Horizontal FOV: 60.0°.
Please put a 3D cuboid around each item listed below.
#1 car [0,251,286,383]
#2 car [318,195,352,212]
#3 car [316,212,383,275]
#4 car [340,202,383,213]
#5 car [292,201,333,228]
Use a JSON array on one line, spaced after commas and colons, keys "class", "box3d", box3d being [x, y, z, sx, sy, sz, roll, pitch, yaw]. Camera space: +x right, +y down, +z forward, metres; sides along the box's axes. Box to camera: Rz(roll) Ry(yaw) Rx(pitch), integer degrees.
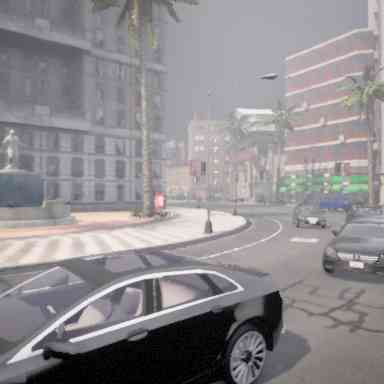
[{"class": "car", "box3d": [-0.991, 1.509, 3.675, 4.902, 1.511, 2.128, 0, 0, -38]}, {"class": "car", "box3d": [17.831, 1.429, 42.288, 2.150, 2.045, 5.566, 0, 0, -13]}, {"class": "car", "box3d": [5.478, 1.577, 10.244, 1.812, 1.442, 4.674, 0, 0, 35]}, {"class": "car", "box3d": [10.093, 1.586, 19.078, 2.128, 1.511, 4.902, 0, 0, 17]}, {"class": "car", "box3d": [8.011, 1.616, 22.959, 2.128, 1.511, 4.902, 0, 0, 13]}]
